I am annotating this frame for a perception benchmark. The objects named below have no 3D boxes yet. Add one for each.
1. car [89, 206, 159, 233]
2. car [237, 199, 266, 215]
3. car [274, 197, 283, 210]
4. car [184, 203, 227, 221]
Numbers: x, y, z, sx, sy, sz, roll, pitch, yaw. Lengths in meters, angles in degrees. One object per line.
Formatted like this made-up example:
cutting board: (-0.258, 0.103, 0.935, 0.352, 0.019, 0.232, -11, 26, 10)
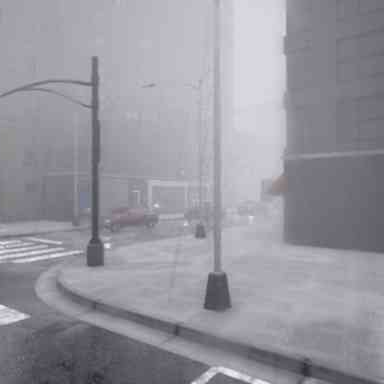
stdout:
car: (-3.951, 1.560, 20.049, 1.812, 1.442, 4.674, 0, 0, 37)
car: (6.388, 1.545, 34.741, 1.837, 1.490, 4.892, 0, 0, 35)
car: (12.265, 1.402, 43.037, 2.097, 1.767, 4.553, 0, 0, 36)
car: (1.167, 1.599, 27.329, 1.994, 1.385, 4.181, 0, 0, 35)
